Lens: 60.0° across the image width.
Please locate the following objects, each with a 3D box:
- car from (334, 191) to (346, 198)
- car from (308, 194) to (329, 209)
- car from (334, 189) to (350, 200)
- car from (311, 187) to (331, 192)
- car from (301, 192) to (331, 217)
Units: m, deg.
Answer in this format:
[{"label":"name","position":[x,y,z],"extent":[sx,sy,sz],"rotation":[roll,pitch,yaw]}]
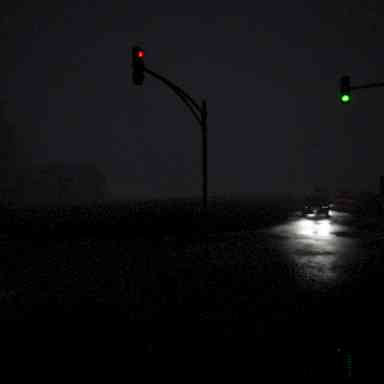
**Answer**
[{"label":"car","position":[27.348,0.427,61.633],"extent":[1.895,1.301,4.718],"rotation":[0,1,22]},{"label":"car","position":[13.041,0.949,34.121],"extent":[1.895,1.301,4.718],"rotation":[0,1,22]},{"label":"car","position":[23.613,0.349,52.227],"extent":[2.097,1.767,4.553],"rotation":[0,1,22]},{"label":"car","position":[16.958,0.394,43.694],"extent":[2.150,2.045,5.566],"rotation":[0,1,23]},{"label":"car","position":[9.329,1.007,25.033],"extent":[2.128,1.511,4.902],"rotation":[0,1,22]}]
